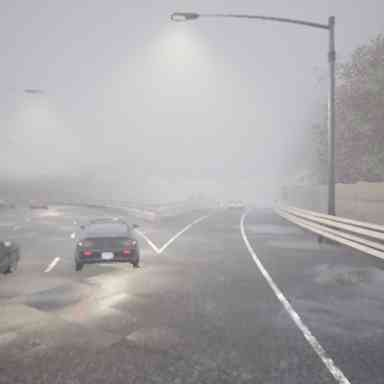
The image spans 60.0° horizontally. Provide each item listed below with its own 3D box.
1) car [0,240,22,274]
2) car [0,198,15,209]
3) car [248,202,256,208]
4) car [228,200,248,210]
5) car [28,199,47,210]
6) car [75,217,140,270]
[{"bbox_3d":[-5.485,1.552,7.427,2.033,1.411,5.357,0,0,-12],"label":"car"},{"bbox_3d":[-25.468,1.537,45.502,2.128,1.511,4.902,0,0,-34],"label":"car"},{"bbox_3d":[13.720,2.998,76.242,1.837,1.490,4.892,0,-4,15],"label":"car"},{"bbox_3d":[6.007,1.736,44.228,1.895,1.301,4.718,0,-1,13],"label":"car"},{"bbox_3d":[-20.787,1.619,44.728,1.994,1.385,4.181,0,0,-33],"label":"car"},{"bbox_3d":[-2.773,1.545,11.159,1.812,1.442,4.674,0,0,-13],"label":"car"}]
